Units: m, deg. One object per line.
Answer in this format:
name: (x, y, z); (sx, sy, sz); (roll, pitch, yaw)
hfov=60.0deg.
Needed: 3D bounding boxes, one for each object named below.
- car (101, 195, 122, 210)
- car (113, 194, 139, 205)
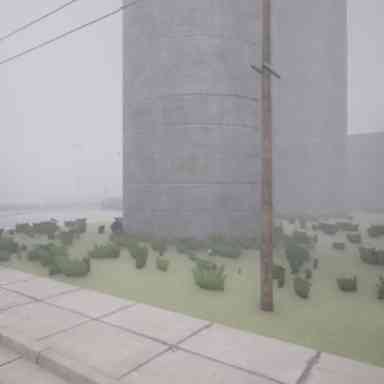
car: (-9.291, 1.525, 41.651); (4.611, 1.667, 2.242); (0, 0, 35)
car: (-12.114, 1.374, 60.734); (4.605, 1.855, 1.932); (0, 0, 35)
